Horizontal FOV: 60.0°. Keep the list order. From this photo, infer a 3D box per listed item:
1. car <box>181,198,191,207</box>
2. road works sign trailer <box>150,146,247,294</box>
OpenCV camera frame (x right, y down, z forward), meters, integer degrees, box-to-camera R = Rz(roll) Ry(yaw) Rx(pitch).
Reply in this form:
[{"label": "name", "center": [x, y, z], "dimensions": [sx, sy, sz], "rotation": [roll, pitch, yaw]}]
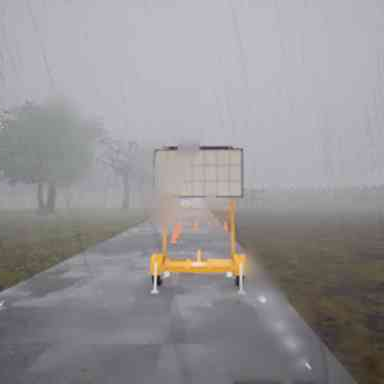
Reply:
[{"label": "car", "center": [-1.423, 2.488, 77.906], "dimensions": [2.150, 2.045, 5.566], "rotation": [0, -1, 1]}, {"label": "road works sign trailer", "center": [0.182, 0.559, 9.087], "dimensions": [2.380, 3.560, 2.880], "rotation": [0, -1, 2]}]
